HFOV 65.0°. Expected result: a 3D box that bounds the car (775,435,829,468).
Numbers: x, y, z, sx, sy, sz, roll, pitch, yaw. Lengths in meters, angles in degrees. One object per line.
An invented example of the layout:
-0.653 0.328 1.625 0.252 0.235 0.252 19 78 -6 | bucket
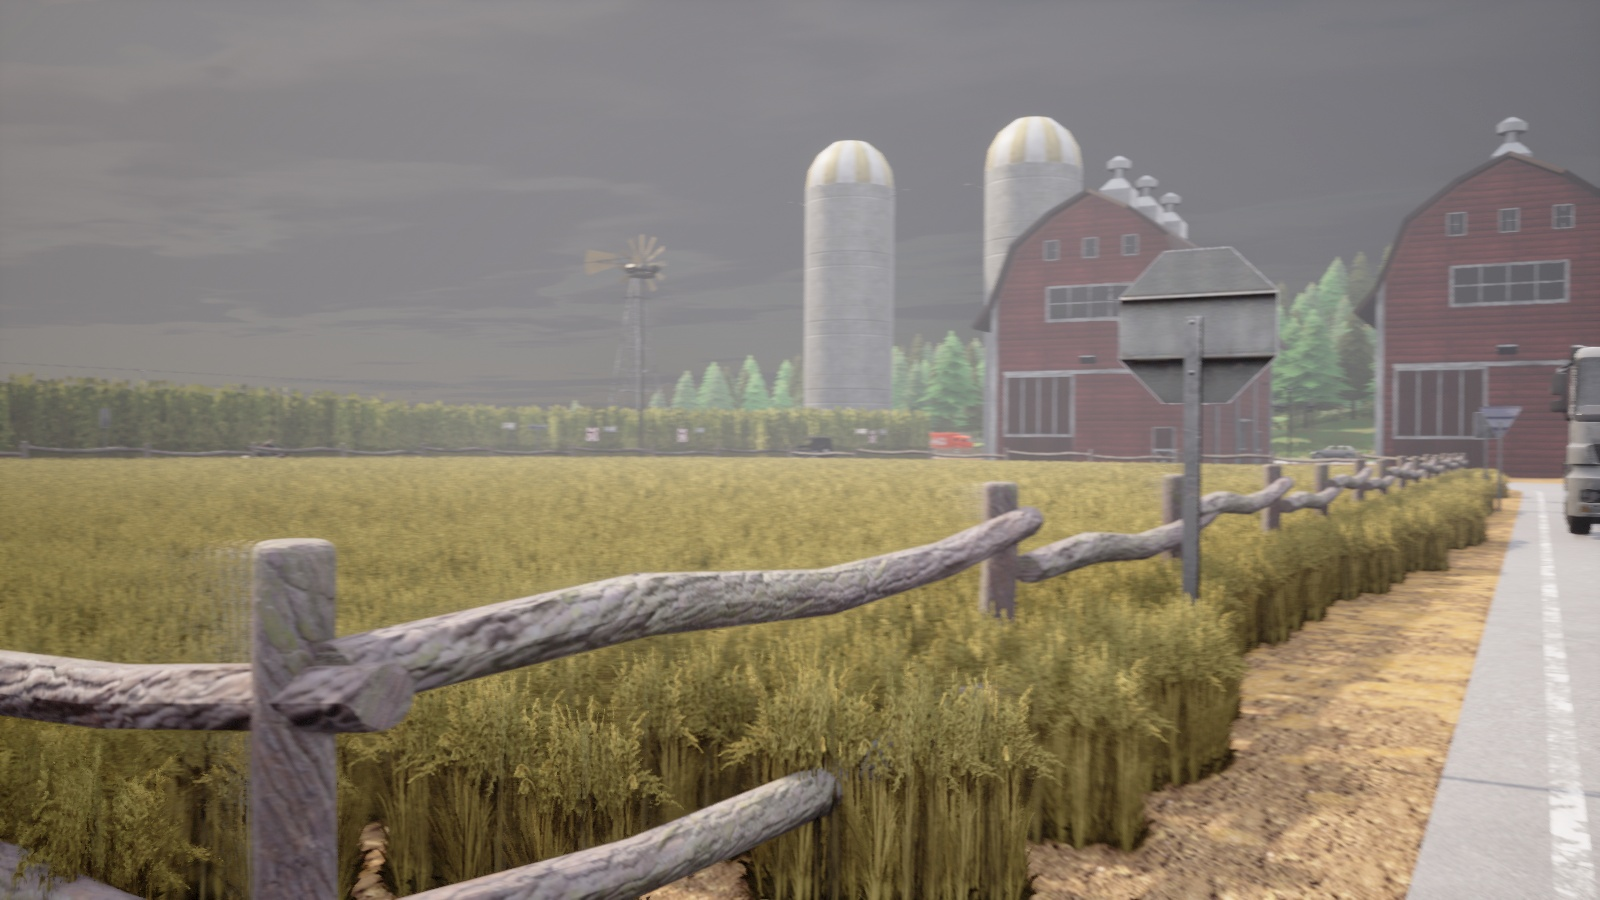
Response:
0.092 0.098 74.652 1.905 1.878 3.866 -1 0 -21 | car

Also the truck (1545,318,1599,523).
16.114 -0.554 24.207 2.891 3.462 7.936 -1 0 30 | truck

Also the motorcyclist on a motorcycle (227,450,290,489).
-21.749 0.766 50.478 0.866 1.530 2.191 -1 0 30 | motorcyclist on a motorcycle
